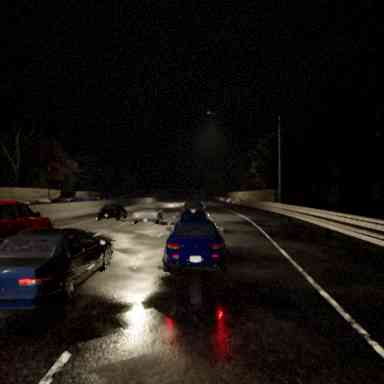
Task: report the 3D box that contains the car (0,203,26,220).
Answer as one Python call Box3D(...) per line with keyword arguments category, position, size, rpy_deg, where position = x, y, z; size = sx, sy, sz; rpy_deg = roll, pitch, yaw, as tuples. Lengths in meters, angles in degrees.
Box3D(category="car", position=(-17.596, 1.764, 30.508), size=(2.033, 1.411, 5.357), rpy_deg=(0, 0, 0))

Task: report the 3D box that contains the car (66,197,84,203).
Box3D(category="car", position=(-24.494, 1.891, 71.245), size=(1.882, 1.535, 5.008), rpy_deg=(0, 0, 0))

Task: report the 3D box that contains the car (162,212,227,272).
Box3D(category="car", position=(0.095, 1.601, 10.992), size=(1.812, 1.442, 4.674), rpy_deg=(0, 0, 0))

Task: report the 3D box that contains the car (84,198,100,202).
Box3D(category="car", position=(-20.994, 1.934, 71.659), size=(1.994, 1.385, 4.181), rpy_deg=(0, 0, 0))

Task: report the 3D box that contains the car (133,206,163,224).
Box3D(category="car", position=(-3.401, 1.788, 26.498), size=(1.895, 1.301, 4.718), rpy_deg=(0, 0, 0))

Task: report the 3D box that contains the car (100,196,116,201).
Box3D(category="car", position=(-17.494, 1.801, 70.859), size=(2.097, 1.767, 4.553), rpy_deg=(0, 0, 0))

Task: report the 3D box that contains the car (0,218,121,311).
Box3D(category="car", position=(-3.405, 1.604, 8.158), size=(2.033, 1.411, 5.357), rpy_deg=(0, 0, 0))

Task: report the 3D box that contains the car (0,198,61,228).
Box3D(category="car", position=(-6.903, 1.302, 11.728), size=(2.150, 2.045, 5.566), rpy_deg=(0, 0, 0))

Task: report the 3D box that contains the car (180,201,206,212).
Box3D(category="car", position=(0.098, 1.549, 27.819), size=(2.097, 1.767, 4.553), rpy_deg=(0, 0, 0))

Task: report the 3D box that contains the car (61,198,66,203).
Box3D(category="car", position=(-27.994, 1.986, 70.829), size=(2.033, 1.411, 5.357), rpy_deg=(0, 0, 0))

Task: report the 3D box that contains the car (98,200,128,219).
Box3D(category="car", position=(-6.900, 1.732, 29.082), size=(1.812, 1.442, 4.674), rpy_deg=(0, 0, 0))
